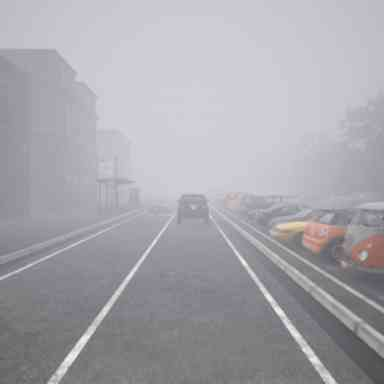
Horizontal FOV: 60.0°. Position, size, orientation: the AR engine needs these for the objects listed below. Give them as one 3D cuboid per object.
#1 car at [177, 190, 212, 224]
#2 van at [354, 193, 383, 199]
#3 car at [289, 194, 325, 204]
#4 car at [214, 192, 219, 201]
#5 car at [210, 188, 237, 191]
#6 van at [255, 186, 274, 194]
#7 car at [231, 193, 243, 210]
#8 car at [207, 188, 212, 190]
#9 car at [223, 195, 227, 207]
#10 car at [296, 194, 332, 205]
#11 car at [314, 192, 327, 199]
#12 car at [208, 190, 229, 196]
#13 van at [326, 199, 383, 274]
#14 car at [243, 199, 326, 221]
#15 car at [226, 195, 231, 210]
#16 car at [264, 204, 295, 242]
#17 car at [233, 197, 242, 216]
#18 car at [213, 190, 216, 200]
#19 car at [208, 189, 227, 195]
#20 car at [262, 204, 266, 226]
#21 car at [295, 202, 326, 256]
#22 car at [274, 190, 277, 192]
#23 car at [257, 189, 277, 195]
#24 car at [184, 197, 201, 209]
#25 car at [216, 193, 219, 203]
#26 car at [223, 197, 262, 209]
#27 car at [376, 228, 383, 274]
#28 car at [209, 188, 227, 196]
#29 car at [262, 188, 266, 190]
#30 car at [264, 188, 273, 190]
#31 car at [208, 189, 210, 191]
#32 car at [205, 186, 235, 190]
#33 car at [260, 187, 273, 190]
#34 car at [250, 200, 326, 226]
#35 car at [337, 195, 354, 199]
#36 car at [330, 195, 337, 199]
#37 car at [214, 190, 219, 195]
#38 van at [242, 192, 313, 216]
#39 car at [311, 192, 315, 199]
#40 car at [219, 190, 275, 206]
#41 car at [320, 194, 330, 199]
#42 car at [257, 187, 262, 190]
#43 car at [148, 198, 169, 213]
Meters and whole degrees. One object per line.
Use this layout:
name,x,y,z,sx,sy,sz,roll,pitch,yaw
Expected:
car,0.071,1.113,24.112,2.150,2.045,5.566,0,1,0
van,19.245,1.130,33.451,4.442,1.987,1.878,0,0,0
car,19.253,1.121,55.875,5.366,1.575,1.946,0,1,0
car,6.333,1.226,50.172,5.008,1.535,2.097,0,1,0
car,6.365,0.707,66.883,4.553,1.767,2.185,0,2,0
van,19.426,-0.433,89.182,4.442,1.987,1.878,-1,3,0
car,6.241,1.247,30.802,4.553,1.767,2.185,0,0,0
car,6.419,0.516,75.242,4.892,1.521,2.231,0,2,0
car,6.286,1.342,36.244,5.008,1.535,2.097,0,0,0
car,19.434,1.177,53.085,5.008,1.535,2.097,0,1,0
car,19.431,1.162,44.714,4.553,1.767,2.185,0,1,0
car,6.439,0.250,80.819,5.008,1.535,2.097,0,3,0
van,6.078,1.258,8.473,4.442,1.987,1.878,0,0,0
car,6.248,1.417,22.327,5.008,1.535,2.097,0,0,0
car,6.467,1.354,33.460,5.366,1.575,1.946,0,0,0
car,6.029,1.456,13.978,5.366,1.575,1.946,0,0,0
car,6.268,1.390,27.894,4.892,1.521,2.231,0,0,0
car,6.399,0.943,58.524,4.553,1.767,2.185,0,1,0
car,6.492,-0.020,86.378,4.792,1.488,2.163,0,3,0
car,6.226,1.486,16.760,4.674,1.452,2.002,0,0,0
car,6.173,1.346,11.194,4.553,1.767,2.185,0,0,0
car,19.471,0.825,67.023,5.008,1.535,2.097,0,2,0
car,19.546,-0.022,86.526,4.674,1.452,2.002,0,3,0
car,0.018,1.347,41.412,1.994,1.385,4.181,0,0,0
car,6.324,1.262,47.383,5.008,1.535,2.097,0,1,0
car,6.307,1.351,41.810,4.674,1.452,2.002,0,0,0
car,6.156,1.526,5.627,4.792,1.488,2.163,0,0,0
car,6.485,-0.021,83.588,4.553,1.767,2.185,0,3,0
car,19.700,0.379,78.046,5.366,1.575,1.946,0,3,0
car,19.690,0.508,75.253,5.366,1.575,1.946,0,3,0
car,6.386,0.662,72.467,4.792,1.488,2.163,0,2,0
car,6.463,0.136,78.016,5.566,2.045,2.435,0,3,0
car,19.553,0.275,80.837,4.792,1.488,2.163,0,3,0
car,6.228,1.432,19.544,5.008,1.535,2.097,0,0,0
car,19.342,1.089,36.236,5.566,2.045,2.435,0,0,0
car,19.566,1.321,39.021,5.366,1.575,1.946,0,0,0
car,6.389,1.004,55.745,4.553,1.767,2.185,0,1,0
van,6.369,1.177,25.109,4.442,1.987,1.878,0,0,0
car,19.447,0.971,50.293,5.566,2.045,2.435,0,1,0
car,6.329,1.075,39.025,5.566,2.045,2.435,0,0,0
car,19.385,1.308,41.930,5.008,1.535,2.097,0,0,0
car,19.537,0.132,83.746,4.674,1.452,2.002,0,3,0
car,-3.402,1.358,34.187,1.812,1.442,4.674,0,0,0
